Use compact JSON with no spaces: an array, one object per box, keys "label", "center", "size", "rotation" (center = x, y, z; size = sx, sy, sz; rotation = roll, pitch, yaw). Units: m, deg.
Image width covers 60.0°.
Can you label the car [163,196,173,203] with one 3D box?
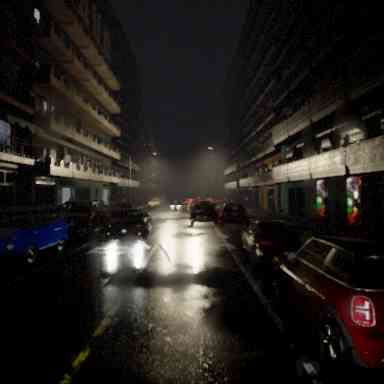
[{"label":"car","center":[-5.705,1.662,79.370],"size":[1.967,1.590,4.097],"rotation":[0,0,0]}]

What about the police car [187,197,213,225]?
[{"label":"police car","center":[0.797,1.461,24.446],"size":[1.930,1.638,5.238],"rotation":[0,0,-2]}]

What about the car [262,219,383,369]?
[{"label":"car","center":[2.689,1.444,5.745],"size":[1.967,1.590,4.097],"rotation":[0,0,0]}]

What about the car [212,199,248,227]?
[{"label":"car","center":[2.685,1.471,22.728],"size":[1.967,1.590,4.097],"rotation":[0,0,0]}]

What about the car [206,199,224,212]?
[{"label":"car","center":[2.683,1.619,39.715],"size":[1.887,1.381,4.507],"rotation":[0,0,0]}]

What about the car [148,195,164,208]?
[{"label":"car","center":[-5.700,1.631,50.891],"size":[1.752,1.417,4.829],"rotation":[0,0,0]}]

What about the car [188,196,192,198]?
[{"label":"car","center":[0.738,1.555,40.319],"size":[1.882,1.535,5.008],"rotation":[0,0,-3]}]

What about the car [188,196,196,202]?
[{"label":"car","center":[-0.010,1.602,76.014],"size":[1.812,1.442,4.674],"rotation":[0,0,0]}]

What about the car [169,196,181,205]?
[{"label":"car","center":[-3.009,1.651,63.124],"size":[2.128,1.511,4.902],"rotation":[0,0,0]}]

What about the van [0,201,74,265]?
[{"label":"van","center":[-5.693,1.350,11.429],"size":[1.690,1.788,3.998],"rotation":[0,0,0]}]

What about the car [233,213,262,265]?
[{"label":"car","center":[2.687,1.591,11.409],"size":[1.802,1.307,4.206],"rotation":[0,0,0]}]

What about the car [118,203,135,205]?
[{"label":"car","center":[-5.696,1.591,28.412],"size":[1.887,1.381,4.507],"rotation":[0,0,0]}]

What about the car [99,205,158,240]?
[{"label":"car","center":[-3.102,1.584,17.119],"size":[1.994,1.385,4.181],"rotation":[0,0,0]}]

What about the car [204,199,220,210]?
[{"label":"car","center":[2.682,1.633,45.381],"size":[1.887,1.381,4.507],"rotation":[0,0,0]}]

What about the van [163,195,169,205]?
[{"label":"van","center":[-5.702,1.488,62.385],"size":[1.690,1.788,3.998],"rotation":[0,0,0]}]

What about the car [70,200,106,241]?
[{"label":"car","center":[-5.695,1.335,17.089],"size":[2.192,1.841,5.009],"rotation":[0,0,0]}]

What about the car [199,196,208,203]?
[{"label":"car","center":[2.676,1.772,79.347],"size":[2.008,1.369,4.403],"rotation":[0,0,0]}]

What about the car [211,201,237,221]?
[{"label":"car","center":[2.685,1.571,28.561],"size":[1.752,1.417,4.829],"rotation":[0,0,0]}]
